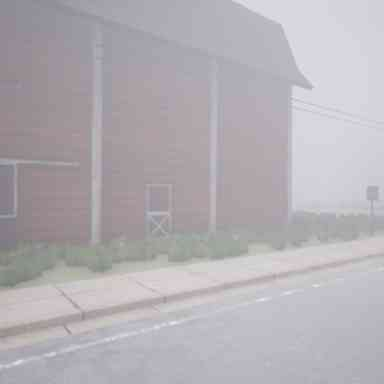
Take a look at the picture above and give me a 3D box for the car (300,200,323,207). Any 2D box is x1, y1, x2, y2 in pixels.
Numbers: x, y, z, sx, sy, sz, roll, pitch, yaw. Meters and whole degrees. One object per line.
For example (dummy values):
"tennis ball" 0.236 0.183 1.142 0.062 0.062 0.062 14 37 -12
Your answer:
"car" 18.151 1.923 50.564 4.193 1.474 1.816 1 0 -36

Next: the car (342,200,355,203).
"car" 27.826 2.060 59.126 3.905 1.438 1.784 1 0 -36
